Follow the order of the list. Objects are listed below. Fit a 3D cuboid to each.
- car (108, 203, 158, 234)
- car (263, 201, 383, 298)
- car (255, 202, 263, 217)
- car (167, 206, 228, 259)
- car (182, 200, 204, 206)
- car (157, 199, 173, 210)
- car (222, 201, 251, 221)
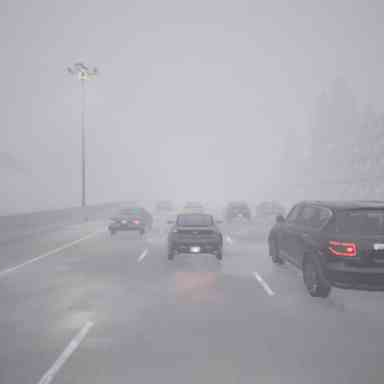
[{"bbox_3d":[-3.392,1.557,19.139,2.033,1.411,5.357,0,0,0],"label":"car"},{"bbox_3d":[3.604,1.226,8.669,2.150,2.045,5.566,0,0,0],"label":"car"},{"bbox_3d":[7.113,1.562,30.553,2.033,1.411,5.357,0,0,0],"label":"car"},{"bbox_3d":[0.106,1.511,12.618,1.837,1.490,4.892,0,0,0],"label":"car"},{"bbox_3d":[0.113,1.493,31.124,1.882,1.535,5.008,0,0,0],"label":"car"},{"bbox_3d":[-3.382,1.584,41.227,1.994,1.385,4.181,0,0,0],"label":"car"},{"bbox_3d":[3.612,1.518,27.277,1.837,1.490,4.892,0,0,0],"label":"car"}]
